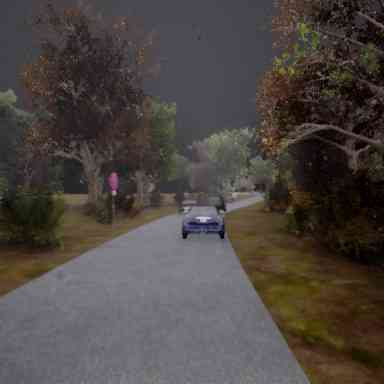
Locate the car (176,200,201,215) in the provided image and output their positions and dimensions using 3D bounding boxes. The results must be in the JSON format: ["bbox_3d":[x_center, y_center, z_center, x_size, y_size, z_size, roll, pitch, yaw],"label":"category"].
[{"bbox_3d":[-0.304,1.703,38.076,2.128,1.511,4.902,0,-1,8],"label":"car"}]

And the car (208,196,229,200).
[{"bbox_3d":[2.983,1.493,40.297,2.150,2.045,5.566,0,-1,9],"label":"car"}]

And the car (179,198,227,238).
[{"bbox_3d":[0.657,1.379,17.860,2.097,1.767,4.553,0,0,3],"label":"car"}]
